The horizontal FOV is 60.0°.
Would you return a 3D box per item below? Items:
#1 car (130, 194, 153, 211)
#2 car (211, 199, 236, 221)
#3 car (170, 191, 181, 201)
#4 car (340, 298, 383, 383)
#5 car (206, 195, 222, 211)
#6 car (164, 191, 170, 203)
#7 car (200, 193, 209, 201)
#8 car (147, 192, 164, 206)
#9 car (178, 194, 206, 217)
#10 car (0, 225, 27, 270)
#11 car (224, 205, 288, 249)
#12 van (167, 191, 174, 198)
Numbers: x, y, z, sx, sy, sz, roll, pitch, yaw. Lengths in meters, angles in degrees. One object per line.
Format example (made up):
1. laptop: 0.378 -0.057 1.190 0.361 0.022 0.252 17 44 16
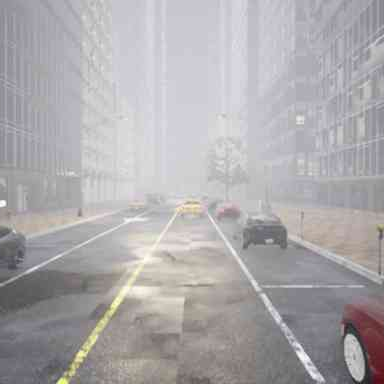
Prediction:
1. car: -5.698 1.275 36.375 1.752 1.417 4.829 0 0 0
2. car: 2.684 1.411 25.150 1.802 1.307 4.206 0 0 0
3. car: -3.009 1.033 69.461 2.033 1.411 5.357 0 0 0
4. car: 2.687 1.528 2.380 1.887 1.381 4.507 0 0 0
5. car: 2.683 1.315 36.533 1.947 1.339 4.313 0 0 0
6. car: -5.702 0.896 59.311 2.192 1.841 5.009 0 0 0
7. car: 2.679 1.019 70.857 1.752 1.417 4.829 0 0 0
8. car: -5.701 0.981 47.926 2.192 1.841 5.009 0 0 0
9. car: 0.019 1.271 28.571 1.801 1.575 5.366 0 0 1
10. car: -5.694 1.511 8.084 1.947 1.339 4.313 0 0 0
11. car: 2.686 1.457 13.764 2.008 1.369 4.403 0 0 0
12. van: -5.705 0.701 87.769 1.690 1.788 3.998 0 0 0
